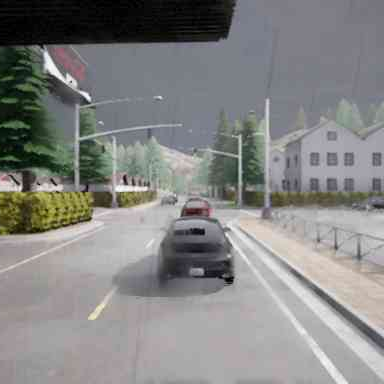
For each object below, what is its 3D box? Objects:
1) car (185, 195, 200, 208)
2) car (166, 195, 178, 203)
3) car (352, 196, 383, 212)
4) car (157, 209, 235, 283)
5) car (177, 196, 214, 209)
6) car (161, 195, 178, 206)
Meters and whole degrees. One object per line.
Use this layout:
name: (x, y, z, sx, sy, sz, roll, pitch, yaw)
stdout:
car: (0.101, 1.246, 43.898, 1.837, 1.490, 4.892, 0, 0, 0)
car: (-3.496, 1.247, 59.486, 1.895, 1.301, 4.718, 0, 0, 0)
car: (17.963, 1.109, 31.956, 4.902, 1.511, 2.128, 0, 0, 0)
car: (0.101, 1.447, 9.505, 1.837, 1.490, 4.892, 0, 0, 0)
car: (0.444, 1.266, 23.431, 1.882, 1.535, 5.008, -1, 3, 7)
car: (-3.496, 1.270, 49.491, 1.994, 1.385, 4.181, 0, 0, 0)
